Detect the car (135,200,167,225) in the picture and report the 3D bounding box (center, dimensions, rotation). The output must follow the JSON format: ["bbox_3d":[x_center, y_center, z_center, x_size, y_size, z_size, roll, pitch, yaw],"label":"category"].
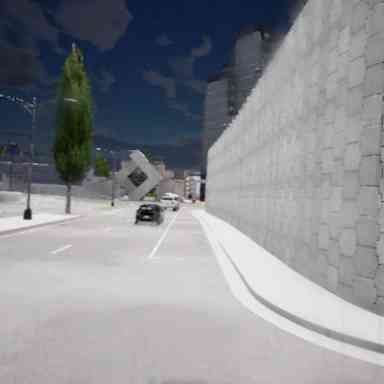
[{"bbox_3d":[-3.328,1.689,26.678,1.882,1.535,5.008,3,-1,-1],"label":"car"}]

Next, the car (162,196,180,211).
[{"bbox_3d":[-3.178,1.670,48.711,2.150,2.045,5.566,3,-1,6],"label":"car"}]
